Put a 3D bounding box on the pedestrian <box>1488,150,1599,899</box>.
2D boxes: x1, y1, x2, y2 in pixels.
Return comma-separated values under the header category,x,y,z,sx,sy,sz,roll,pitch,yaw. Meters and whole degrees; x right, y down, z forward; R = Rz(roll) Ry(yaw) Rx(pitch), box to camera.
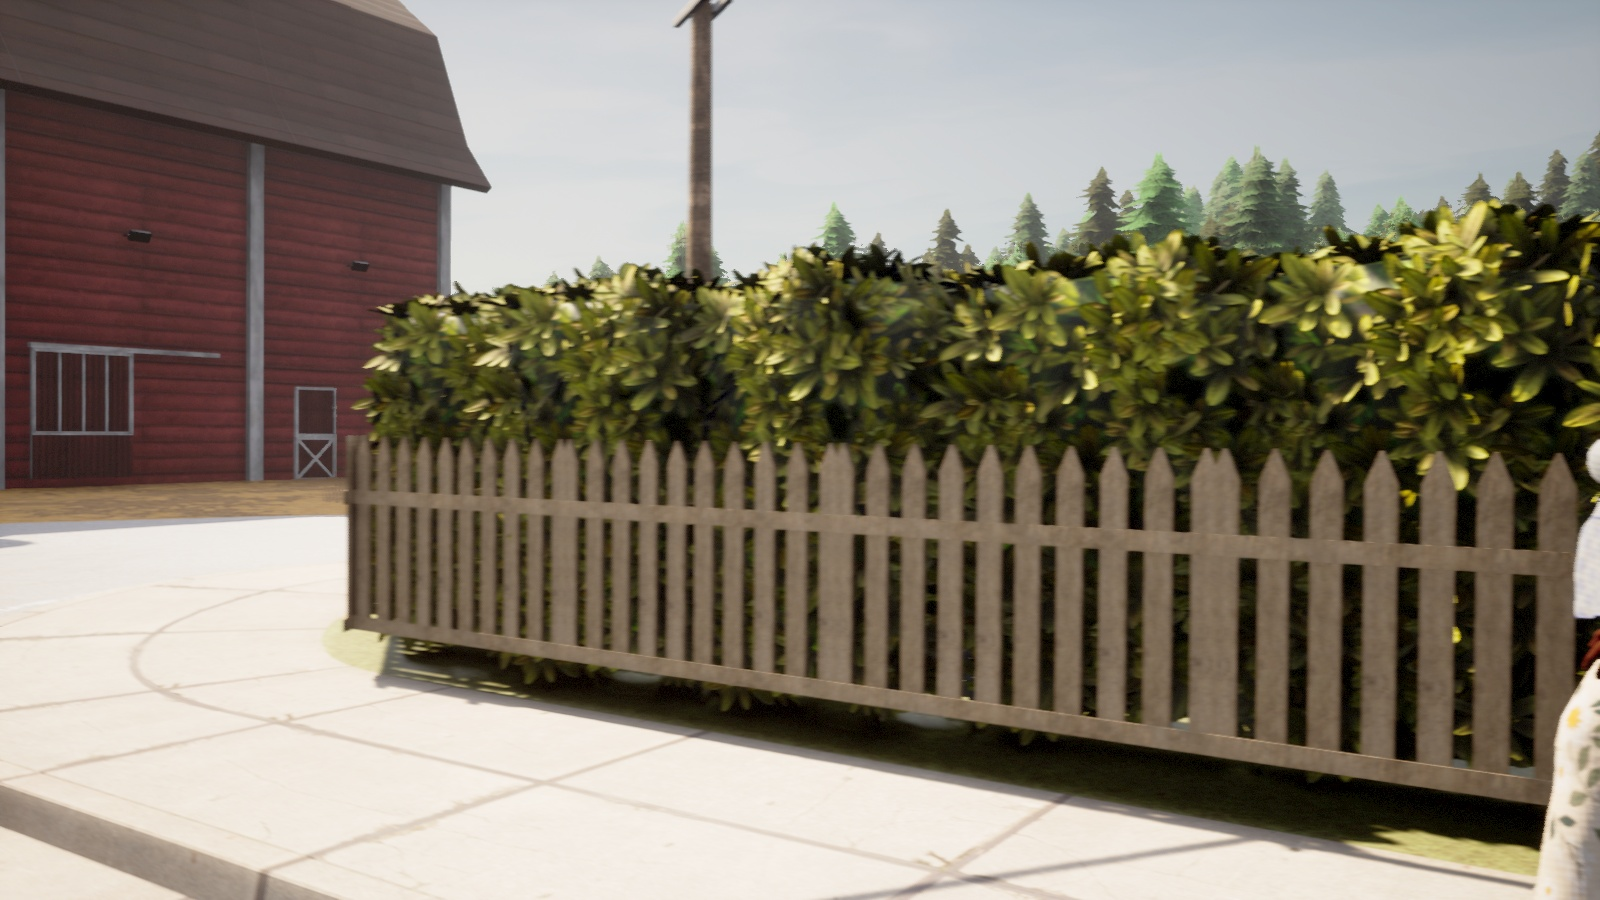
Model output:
category,x,y,z,sx,sy,sz,roll,pitch,yaw
pedestrian,2.044,0.331,2.688,0.900,1.855,0.874,0,1,36
